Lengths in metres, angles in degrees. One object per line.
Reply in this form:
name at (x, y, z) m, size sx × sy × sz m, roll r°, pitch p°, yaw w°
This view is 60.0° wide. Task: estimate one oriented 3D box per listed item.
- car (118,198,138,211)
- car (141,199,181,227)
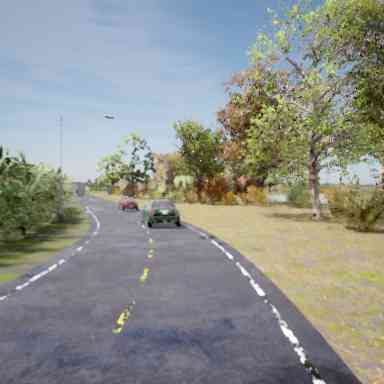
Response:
car at (-7.317, 1.359, 38.049) m, size 1.812 × 1.442 × 4.674 m, roll 0°, pitch 0°, yaw -19°
car at (-2.188, 1.278, 22.348) m, size 2.097 × 1.767 × 4.553 m, roll 0°, pitch 0°, yaw -14°
